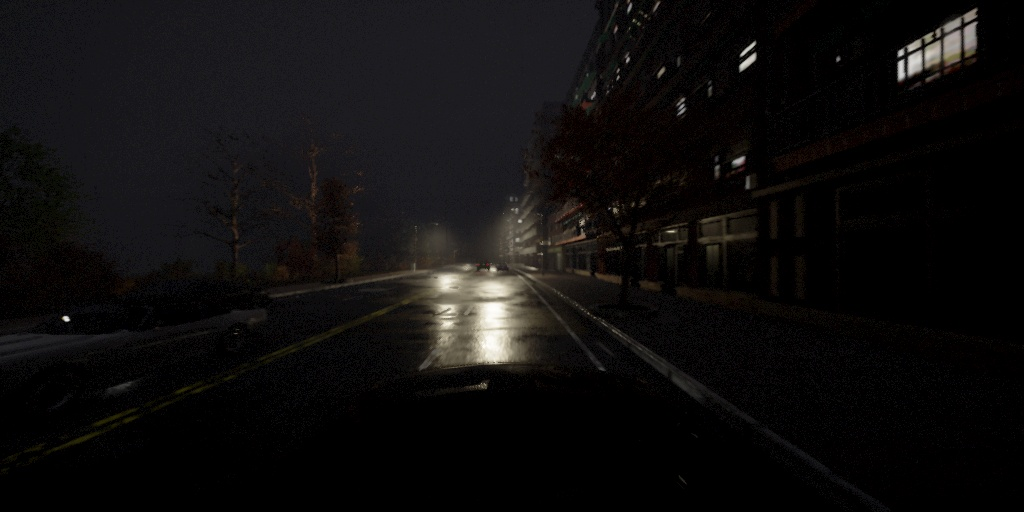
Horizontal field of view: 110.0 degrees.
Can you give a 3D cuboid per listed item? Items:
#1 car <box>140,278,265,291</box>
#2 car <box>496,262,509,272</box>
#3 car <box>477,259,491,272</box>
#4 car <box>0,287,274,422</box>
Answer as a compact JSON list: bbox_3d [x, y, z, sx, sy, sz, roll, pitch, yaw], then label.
[{"bbox_3d":[-9.791,1.395,10.954,2.033,1.411,5.357,0,0,0],"label":"car"},{"bbox_3d":[-1.512,1.910,60.161,1.994,1.385,4.181,0,-1,-3],"label":"car"},{"bbox_3d":[-4.789,1.583,60.626,2.150,2.045,5.566,0,-1,-3],"label":"car"},{"bbox_3d":[-6.568,1.398,5.990,1.895,1.301,4.718,0,-1,0],"label":"car"}]
